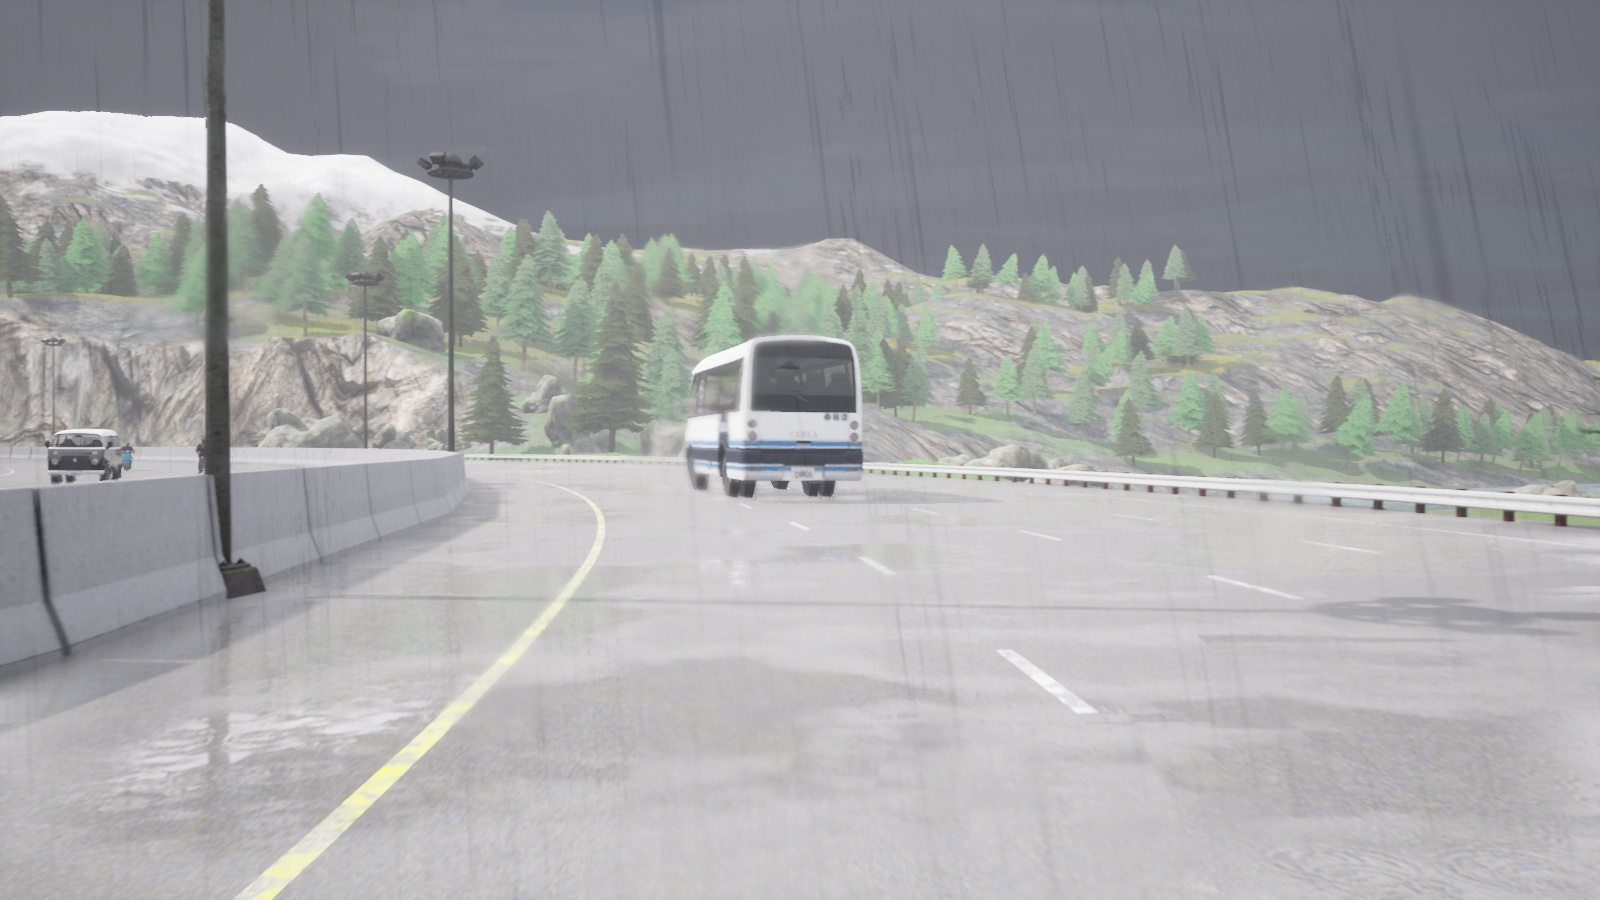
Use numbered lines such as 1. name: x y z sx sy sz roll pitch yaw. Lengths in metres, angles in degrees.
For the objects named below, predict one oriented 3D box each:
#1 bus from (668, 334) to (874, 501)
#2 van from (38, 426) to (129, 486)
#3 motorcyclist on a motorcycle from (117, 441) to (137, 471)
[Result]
1. bus: -1.235 -0.841 37.390 3.944 4.253 10.273 1 0 -14
2. van: -25.475 0.209 44.796 2.069 2.038 4.480 0 0 -20
3. motorcyclist on a motorcycle: -36.695 0.300 68.470 0.866 1.590 1.817 3 -1 -30
